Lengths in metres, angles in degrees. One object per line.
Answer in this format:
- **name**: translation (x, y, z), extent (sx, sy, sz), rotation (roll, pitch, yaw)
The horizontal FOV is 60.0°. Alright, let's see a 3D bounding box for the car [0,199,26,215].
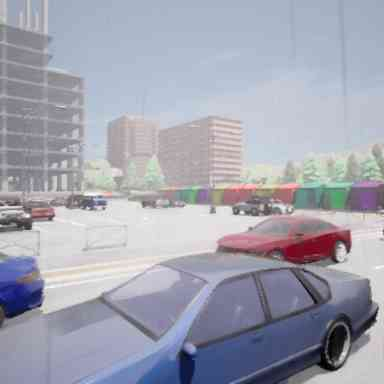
- **car**: translation (-18.454, 1.463, 34.087), extent (1.970, 1.475, 3.806), rotation (0, 0, -37)

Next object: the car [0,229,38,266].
- **car**: translation (-4.683, 1.537, 4.867), extent (4.674, 1.442, 1.812), rotation (0, 0, -35)

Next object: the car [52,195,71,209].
- **car**: translation (-20.519, 1.461, 51.374), extent (1.784, 1.438, 3.905), rotation (0, 0, -37)

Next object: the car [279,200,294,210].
- **car**: translation (7.854, 1.444, 31.924), extent (1.970, 1.475, 3.806), rotation (0, 0, -37)

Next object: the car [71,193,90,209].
- **car**: translation (-18.397, 1.252, 53.017), extent (1.932, 1.855, 4.605), rotation (0, 0, -37)

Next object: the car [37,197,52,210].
- **car**: translation (-22.842, 1.491, 49.646), extent (1.970, 1.475, 3.806), rotation (0, 0, -37)

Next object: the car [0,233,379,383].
- **car**: translation (0.258, 1.555, 4.156), extent (5.357, 1.411, 2.033), rotation (0, 0, -36)

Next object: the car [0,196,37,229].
- **car**: translation (-10.197, 1.193, 18.459), extent (1.905, 1.878, 3.866), rotation (0, 0, -37)

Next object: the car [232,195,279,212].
- **car**: translation (5.524, 1.203, 30.205), extent (1.905, 1.878, 3.866), rotation (0, 0, -37)

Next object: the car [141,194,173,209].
- **car**: translation (-4.952, 1.230, 44.248), extent (1.932, 1.855, 4.605), rotation (0, 0, -37)

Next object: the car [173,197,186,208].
- **car**: translation (-2.590, 1.442, 45.925), extent (1.784, 1.438, 3.905), rotation (0, 0, -37)

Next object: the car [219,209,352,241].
- **car**: translation (2.989, 1.494, 10.388), extent (5.008, 1.535, 1.882), rotation (0, 0, -35)
